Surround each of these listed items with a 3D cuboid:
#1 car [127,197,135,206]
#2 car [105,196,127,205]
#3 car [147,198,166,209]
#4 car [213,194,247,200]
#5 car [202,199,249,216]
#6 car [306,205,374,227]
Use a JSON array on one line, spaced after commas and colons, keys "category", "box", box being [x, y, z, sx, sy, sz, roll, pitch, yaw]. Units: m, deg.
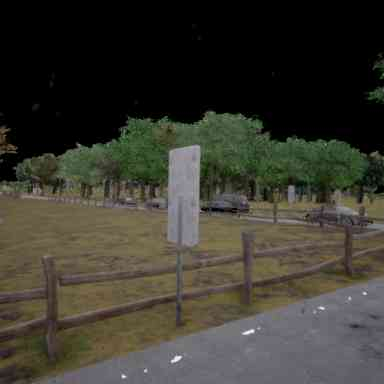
[{"category": "car", "box": [-11.356, 1.581, 57.015, 1.812, 1.442, 4.674, 2, -1, -35]}, {"category": "car", "box": [-12.775, 1.345, 54.141, 1.994, 1.385, 4.181, 2, -1, -36]}, {"category": "car", "box": [-3.918, 1.488, 41.600, 2.128, 1.511, 4.902, 2, -1, -35]}, {"category": "car", "box": [3.697, 1.296, 36.030, 2.150, 2.045, 5.566, 2, -1, -36]}, {"category": "car", "box": [3.065, 1.601, 31.814, 1.895, 1.301, 4.718, 2, -1, -36]}, {"category": "car", "box": [9.740, 1.563, 22.190, 1.994, 1.385, 4.181, 2, -1, -33]}]
